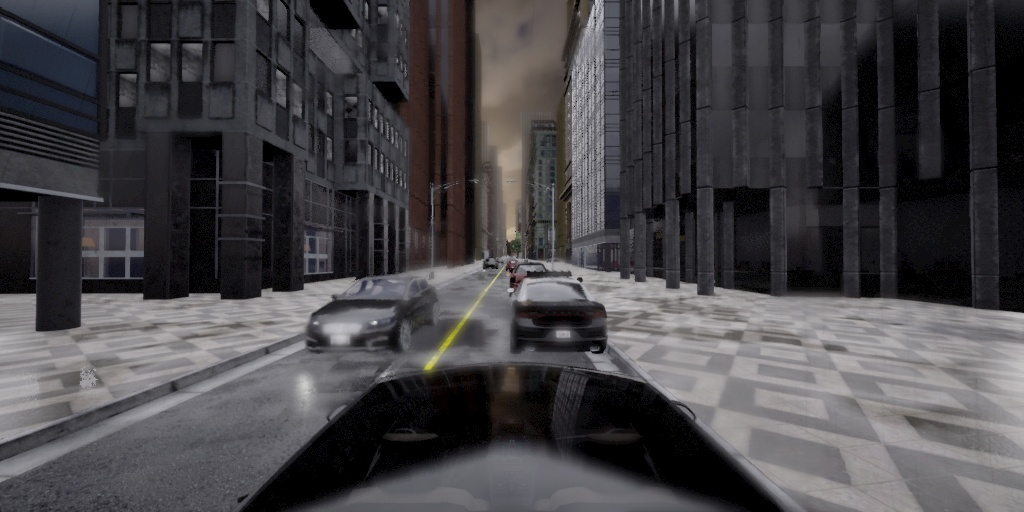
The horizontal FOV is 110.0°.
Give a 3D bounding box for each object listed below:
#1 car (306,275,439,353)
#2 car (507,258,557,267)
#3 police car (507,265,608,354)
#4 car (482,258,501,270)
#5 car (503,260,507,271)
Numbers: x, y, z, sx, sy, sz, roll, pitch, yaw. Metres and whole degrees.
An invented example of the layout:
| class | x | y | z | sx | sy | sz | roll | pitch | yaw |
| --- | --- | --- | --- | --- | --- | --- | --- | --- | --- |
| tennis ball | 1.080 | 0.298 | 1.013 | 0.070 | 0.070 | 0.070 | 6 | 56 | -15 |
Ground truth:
| class | x | y | z | sx | sy | sz | roll | pitch | yaw |
| --- | --- | --- | --- | --- | --- | --- | --- | --- | --- |
| car | -3.092 | 1.243 | 8.914 | 2.128 | 1.511 | 4.902 | 0 | 0 | 0 |
| car | 0.918 | 1.100 | 18.772 | 2.097 | 1.767 | 4.553 | 0 | 0 | 0 |
| police car | 0.907 | 1.176 | 8.911 | 1.930 | 1.638 | 5.238 | 0 | 0 | 0 |
| car | -3.035 | 1.092 | 51.274 | 2.097 | 1.767 | 4.553 | 0 | 0 | 0 |
| car | 0.117 | 1.266 | 48.363 | 1.812 | 1.442 | 4.674 | 0 | 0 | 1 |
